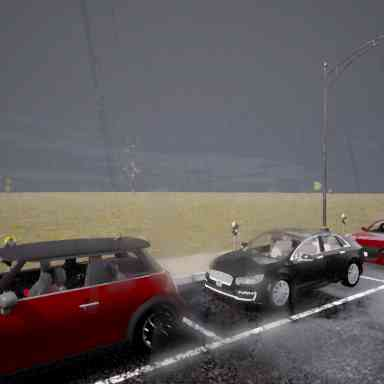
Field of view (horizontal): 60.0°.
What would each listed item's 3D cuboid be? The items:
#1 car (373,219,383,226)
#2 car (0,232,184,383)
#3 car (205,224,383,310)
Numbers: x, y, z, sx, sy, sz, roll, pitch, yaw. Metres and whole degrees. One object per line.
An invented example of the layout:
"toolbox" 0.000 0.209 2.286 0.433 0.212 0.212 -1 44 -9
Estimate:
"car" 6.807 1.548 10.954 4.507 1.381 1.887 0 1 -36
"car" -2.202 1.440 4.516 4.097 1.590 1.967 0 1 -36
"car" 2.302 1.552 7.735 4.403 1.369 2.008 0 1 -36
